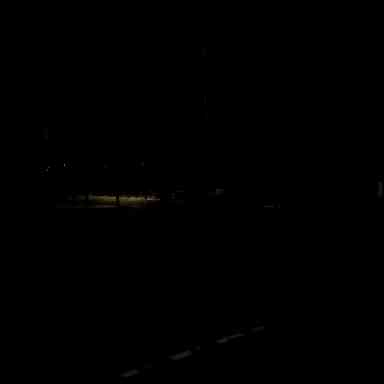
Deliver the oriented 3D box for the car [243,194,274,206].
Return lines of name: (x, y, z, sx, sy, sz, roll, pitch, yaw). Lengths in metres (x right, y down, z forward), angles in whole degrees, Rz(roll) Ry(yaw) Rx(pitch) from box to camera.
car: (8.579, 0.987, 42.951, 1.812, 1.442, 4.674, 0, 1, -36)

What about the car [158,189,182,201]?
car: (-4.031, 0.439, 60.296, 2.150, 2.045, 5.566, 0, 0, -36)
